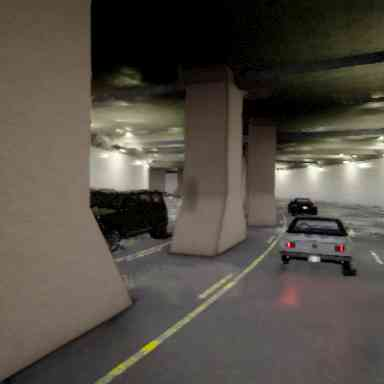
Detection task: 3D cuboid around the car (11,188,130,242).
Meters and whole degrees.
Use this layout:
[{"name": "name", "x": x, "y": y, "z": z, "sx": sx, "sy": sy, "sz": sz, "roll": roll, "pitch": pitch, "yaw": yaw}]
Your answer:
[{"name": "car", "x": -5.386, "y": 0.840, "z": 15.828, "sx": 2.150, "sy": 2.045, "sz": 5.566, "roll": 1, "pitch": 1, "yaw": 21}]

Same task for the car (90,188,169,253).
[{"name": "car", "x": -2.852, "y": 0.932, "z": 12.821, "sx": 2.150, "sy": 2.045, "sz": 5.566, "roll": 1, "pitch": 1, "yaw": 23}]

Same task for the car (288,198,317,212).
[{"name": "car", "x": 9.154, "y": 1.163, "z": 27.699, "sx": 1.994, "sy": 1.385, "sz": 4.181, "roll": 1, "pitch": 1, "yaw": 12}]

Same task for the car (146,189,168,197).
[{"name": "car", "x": -7.025, "y": 0.148, "z": 66.780, "sx": 1.837, "sy": 1.490, "sz": 4.892, "roll": 0, "pitch": 0, "yaw": -42}]

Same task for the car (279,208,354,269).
[{"name": "car", "x": 4.079, "y": 1.446, "z": 10.806, "sx": 1.895, "sy": 1.301, "sz": 4.718, "roll": 1, "pitch": 1, "yaw": 22}]
